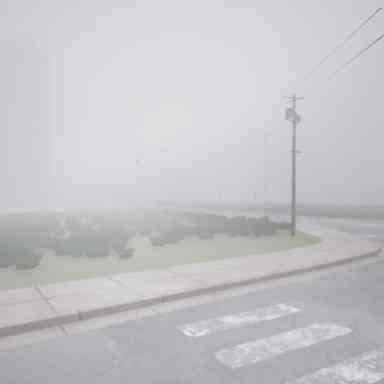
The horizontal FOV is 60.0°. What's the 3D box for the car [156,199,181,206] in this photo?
[{"bbox_3d":[-3.768,1.793,52.855,2.033,1.411,5.357,1,0,-35],"label":"car"}]
